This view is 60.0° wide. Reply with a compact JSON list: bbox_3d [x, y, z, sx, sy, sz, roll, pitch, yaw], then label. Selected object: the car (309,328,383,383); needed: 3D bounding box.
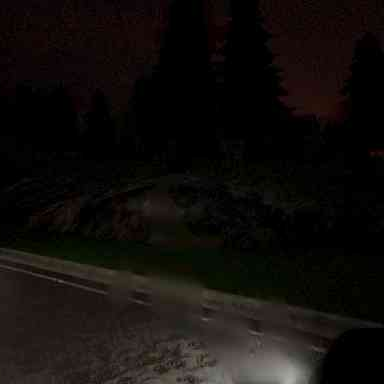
[{"bbox_3d":[3.343,1.547,1.609,5.357,1.411,2.033,0,0,36],"label":"car"}]
